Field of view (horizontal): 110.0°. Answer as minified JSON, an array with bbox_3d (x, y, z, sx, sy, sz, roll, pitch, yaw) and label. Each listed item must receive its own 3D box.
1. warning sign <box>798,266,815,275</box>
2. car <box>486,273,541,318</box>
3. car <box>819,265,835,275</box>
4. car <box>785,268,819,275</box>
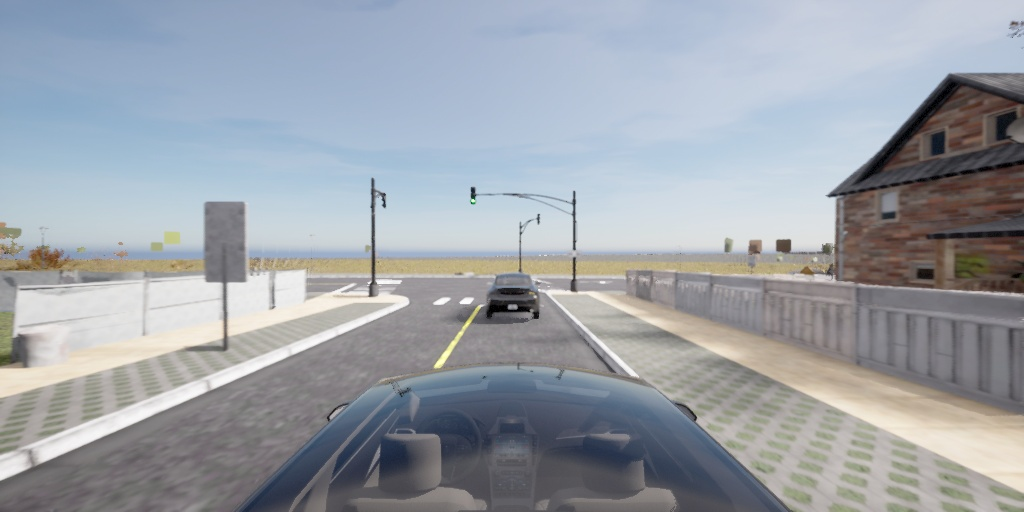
[{"bbox_3d":[22.952,1.669,27.919,1.060,1.860,1.300,0,0,-15],"label":"warning sign"},{"bbox_3d":[0.056,1.387,13.681,1.837,1.490,4.892,0,-1,1],"label":"car"},{"bbox_3d":[35.886,1.989,37.839,5.566,2.045,2.150,2,0,-16],"label":"car"},{"bbox_3d":[36.542,2.250,44.879,4.902,1.511,2.128,1,0,-16],"label":"car"}]
